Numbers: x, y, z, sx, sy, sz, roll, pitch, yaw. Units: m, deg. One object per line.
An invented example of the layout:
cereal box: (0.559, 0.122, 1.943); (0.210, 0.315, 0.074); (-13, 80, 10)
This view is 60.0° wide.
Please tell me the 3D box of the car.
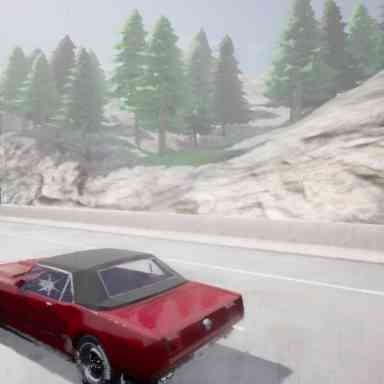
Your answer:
car: (-1.688, 1.579, 5.197); (4.718, 1.301, 1.895); (0, 0, 35)
